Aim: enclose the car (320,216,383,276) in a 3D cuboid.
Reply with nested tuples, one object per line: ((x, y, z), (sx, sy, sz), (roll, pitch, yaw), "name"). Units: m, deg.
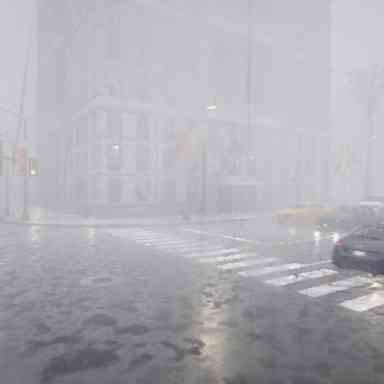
((5.998, 1.573, 9.736), (4.181, 1.385, 1.994), (0, 0, -34), "car")

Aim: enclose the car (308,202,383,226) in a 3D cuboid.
((10.026, 1.554, 20.932), (5.357, 1.411, 2.033), (0, 0, -34), "car")

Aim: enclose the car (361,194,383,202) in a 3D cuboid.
((16.615, 1.232, 29.450), (5.566, 2.045, 2.150), (0, 0, -33), "car")

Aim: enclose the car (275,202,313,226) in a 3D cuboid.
((8.110, 1.485, 23.857), (5.008, 1.535, 1.882), (0, 0, -34), "car")
